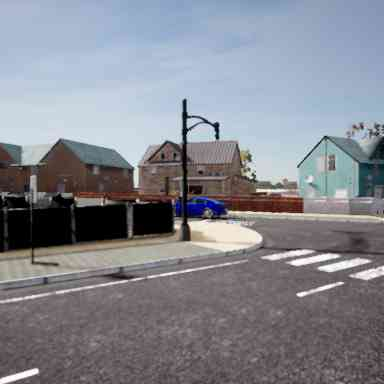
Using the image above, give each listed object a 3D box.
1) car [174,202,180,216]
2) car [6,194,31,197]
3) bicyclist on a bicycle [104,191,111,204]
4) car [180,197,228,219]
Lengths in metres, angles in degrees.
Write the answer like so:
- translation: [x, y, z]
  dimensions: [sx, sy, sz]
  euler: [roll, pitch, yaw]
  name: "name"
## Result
- translation: [-3.540, 1.196, 22.723]
  dimensions: [4.718, 1.301, 1.895]
  euler: [1, 1, 20]
  name: "car"
- translation: [-13.077, 0.937, 26.041]
  dimensions: [4.902, 1.511, 2.128]
  euler: [1, 1, 19]
  name: "car"
- translation: [-7.763, 0.775, 30.405]
  dimensions: [0.582, 1.620, 1.656]
  euler: [1, 1, 19]
  name: "bicyclist on a bicycle"
- translation: [0.162, 1.106, 24.534]
  dimensions: [5.008, 1.535, 1.882]
  euler: [1, 0, 22]
  name: "car"
